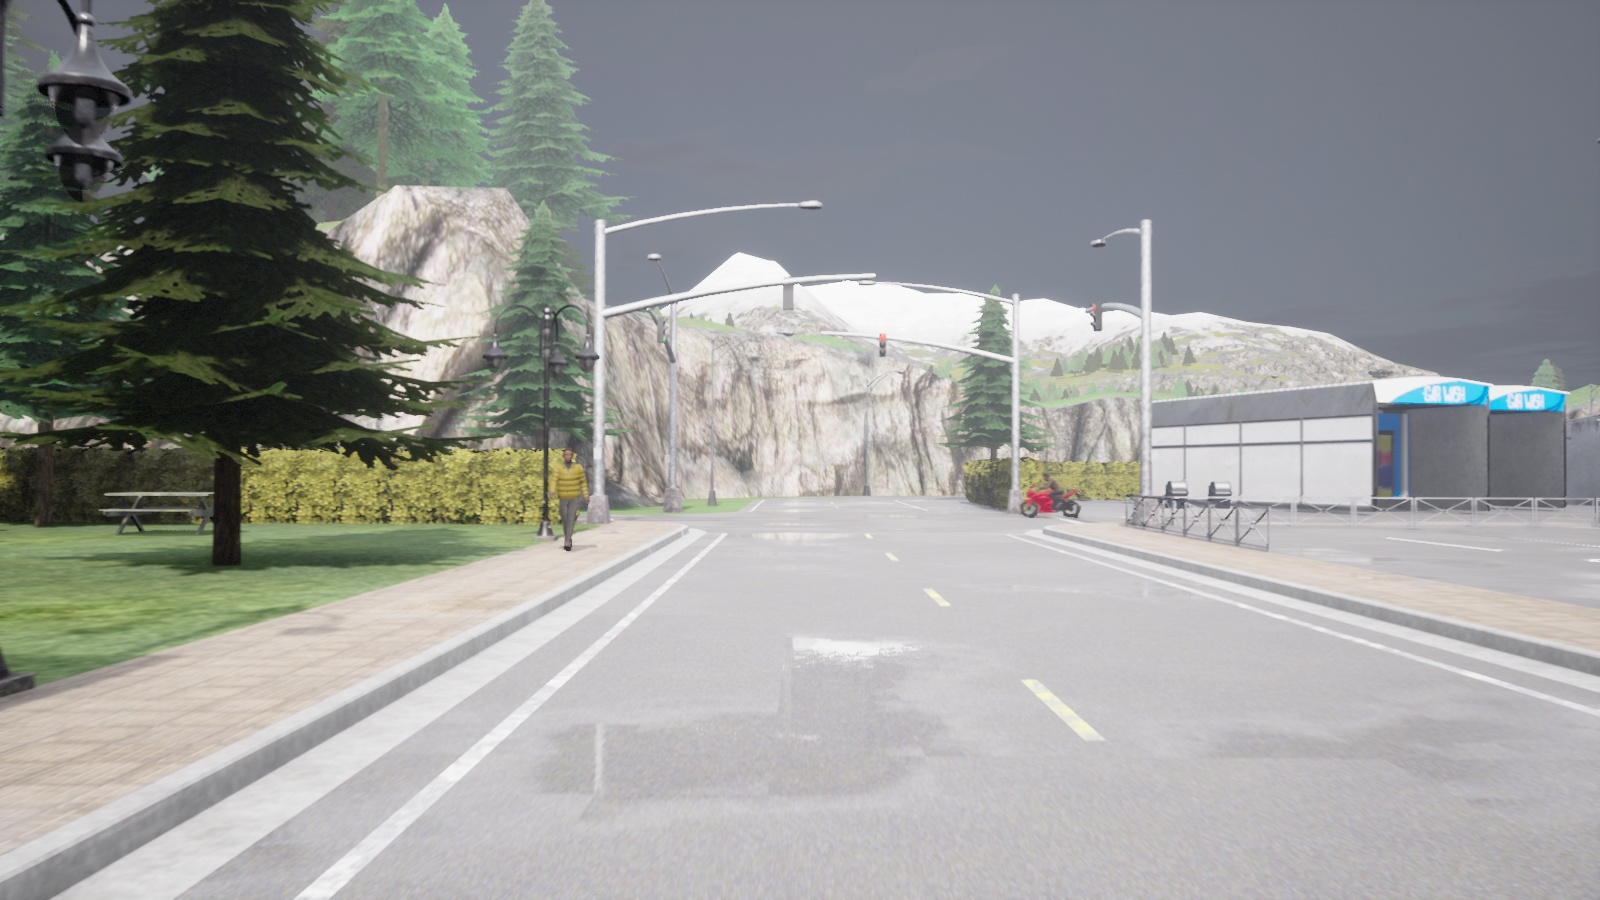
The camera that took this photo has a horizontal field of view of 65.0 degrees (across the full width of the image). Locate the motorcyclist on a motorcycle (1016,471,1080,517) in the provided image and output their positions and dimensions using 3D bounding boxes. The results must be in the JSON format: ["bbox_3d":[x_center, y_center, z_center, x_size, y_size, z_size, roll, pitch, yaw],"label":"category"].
[{"bbox_3d":[8.321,1.470,42.190,2.044,1.523,0.797,0,-2,6],"label":"motorcyclist on a motorcycle"}]

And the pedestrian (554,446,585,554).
[{"bbox_3d":[-3.993,0.850,21.752,0.431,1.840,0.709,0,-1,-2],"label":"pedestrian"}]
